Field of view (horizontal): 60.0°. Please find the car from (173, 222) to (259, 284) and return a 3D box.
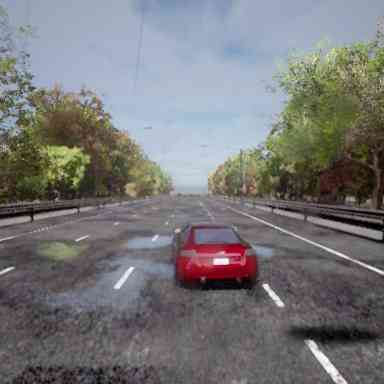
[{"bbox_3d":[0.478,1.544,9.548,1.994,1.385,4.181,0,0,-5],"label":"car"}]
